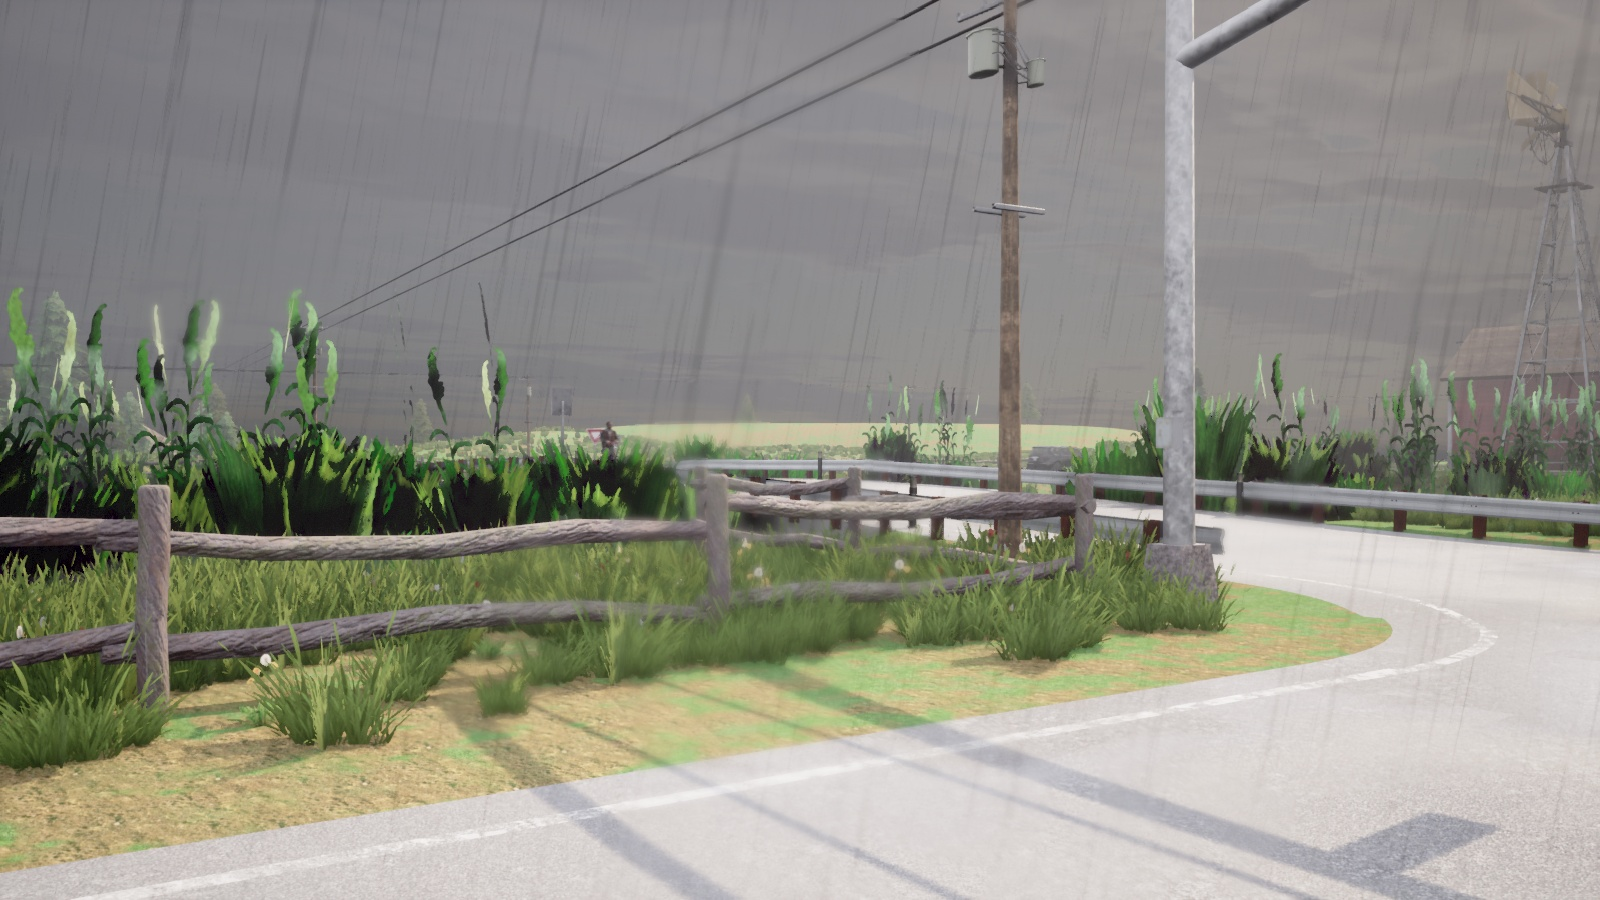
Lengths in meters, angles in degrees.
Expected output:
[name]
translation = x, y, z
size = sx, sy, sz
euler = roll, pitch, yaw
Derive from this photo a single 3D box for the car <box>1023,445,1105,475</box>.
[car]
translation = 18.098, 0.670, 85.914
size = 5.566, 2.045, 2.150
euler = 0, 0, -32
